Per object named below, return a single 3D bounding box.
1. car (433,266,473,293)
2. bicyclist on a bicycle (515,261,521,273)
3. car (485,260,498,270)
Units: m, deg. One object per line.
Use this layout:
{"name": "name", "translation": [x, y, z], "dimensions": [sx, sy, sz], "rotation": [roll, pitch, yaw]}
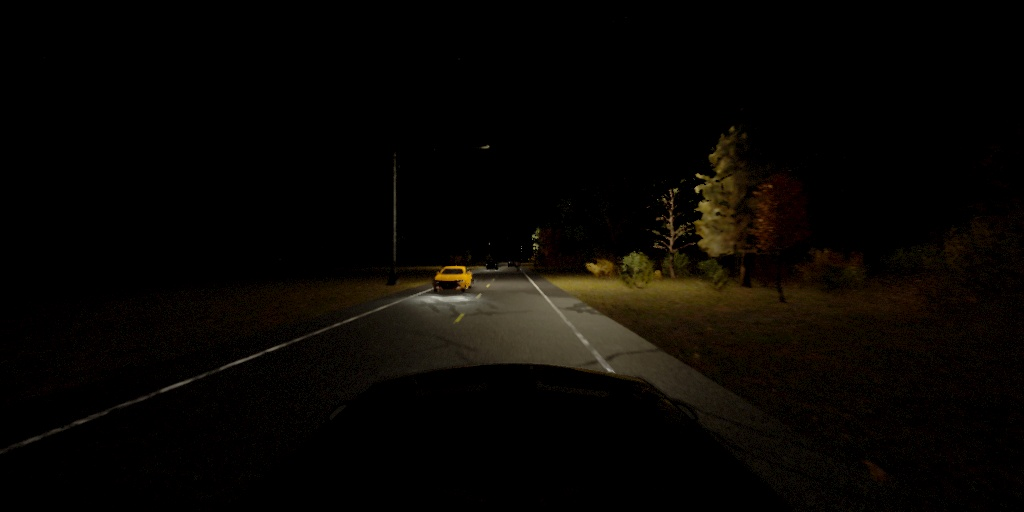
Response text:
{"name": "car", "translation": [-3.604, 1.389, 22.545], "dimensions": [1.882, 1.535, 5.008], "rotation": [0, 0, 0]}
{"name": "bicyclist on a bicycle", "translation": [0.942, 1.558, 47.562], "dimensions": [0.582, 1.620, 1.656], "rotation": [0, -1, 0]}
{"name": "car", "translation": [-3.547, 1.590, 63.820], "dimensions": [2.097, 1.767, 4.553], "rotation": [0, 0, 0]}
